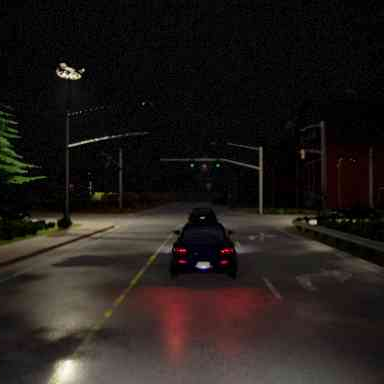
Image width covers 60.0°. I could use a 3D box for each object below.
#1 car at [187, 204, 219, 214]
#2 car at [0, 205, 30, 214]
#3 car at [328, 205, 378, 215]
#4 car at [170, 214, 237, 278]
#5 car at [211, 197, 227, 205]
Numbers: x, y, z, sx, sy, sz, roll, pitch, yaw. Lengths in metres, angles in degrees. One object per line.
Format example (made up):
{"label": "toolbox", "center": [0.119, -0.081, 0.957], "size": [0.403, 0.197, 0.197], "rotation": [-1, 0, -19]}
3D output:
{"label": "car", "center": [0.698, 1.781, 21.887], "size": [1.837, 1.490, 4.892], "rotation": [0, -1, 2]}
{"label": "car", "center": [-17.954, 1.937, 30.983], "size": [5.357, 1.411, 2.033], "rotation": [0, -1, 3]}
{"label": "car", "center": [15.995, 1.989, 33.026], "size": [4.674, 1.442, 1.812], "rotation": [0, -1, 2]}
{"label": "car", "center": [0.360, 1.659, 10.500], "size": [1.812, 1.442, 4.674], "rotation": [0, -1, 2]}
{"label": "car", "center": [6.526, 2.149, 79.545], "size": [1.905, 1.878, 3.866], "rotation": [-7, 2, -41]}
